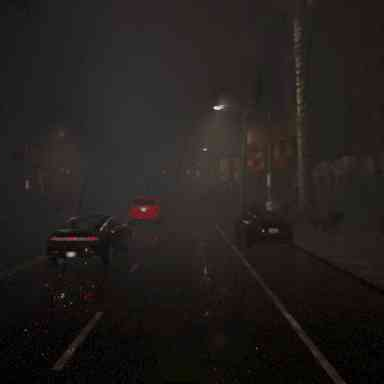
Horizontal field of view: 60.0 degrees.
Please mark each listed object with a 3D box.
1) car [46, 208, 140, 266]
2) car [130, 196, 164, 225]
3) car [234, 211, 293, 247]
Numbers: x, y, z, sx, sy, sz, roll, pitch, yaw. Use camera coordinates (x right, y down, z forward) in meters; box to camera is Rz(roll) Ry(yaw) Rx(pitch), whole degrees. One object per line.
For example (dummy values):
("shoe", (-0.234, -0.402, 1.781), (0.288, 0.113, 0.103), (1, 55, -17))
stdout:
("car", (-3.404, 1.553, 11.767), (2.128, 1.511, 4.902), (0, 0, 0))
("car", (-3.424, 1.349, 25.622), (2.150, 2.045, 5.566), (0, 0, -2))
("car", (3.176, 1.582, 15.422), (2.161, 1.482, 4.786), (0, 0, -1))
